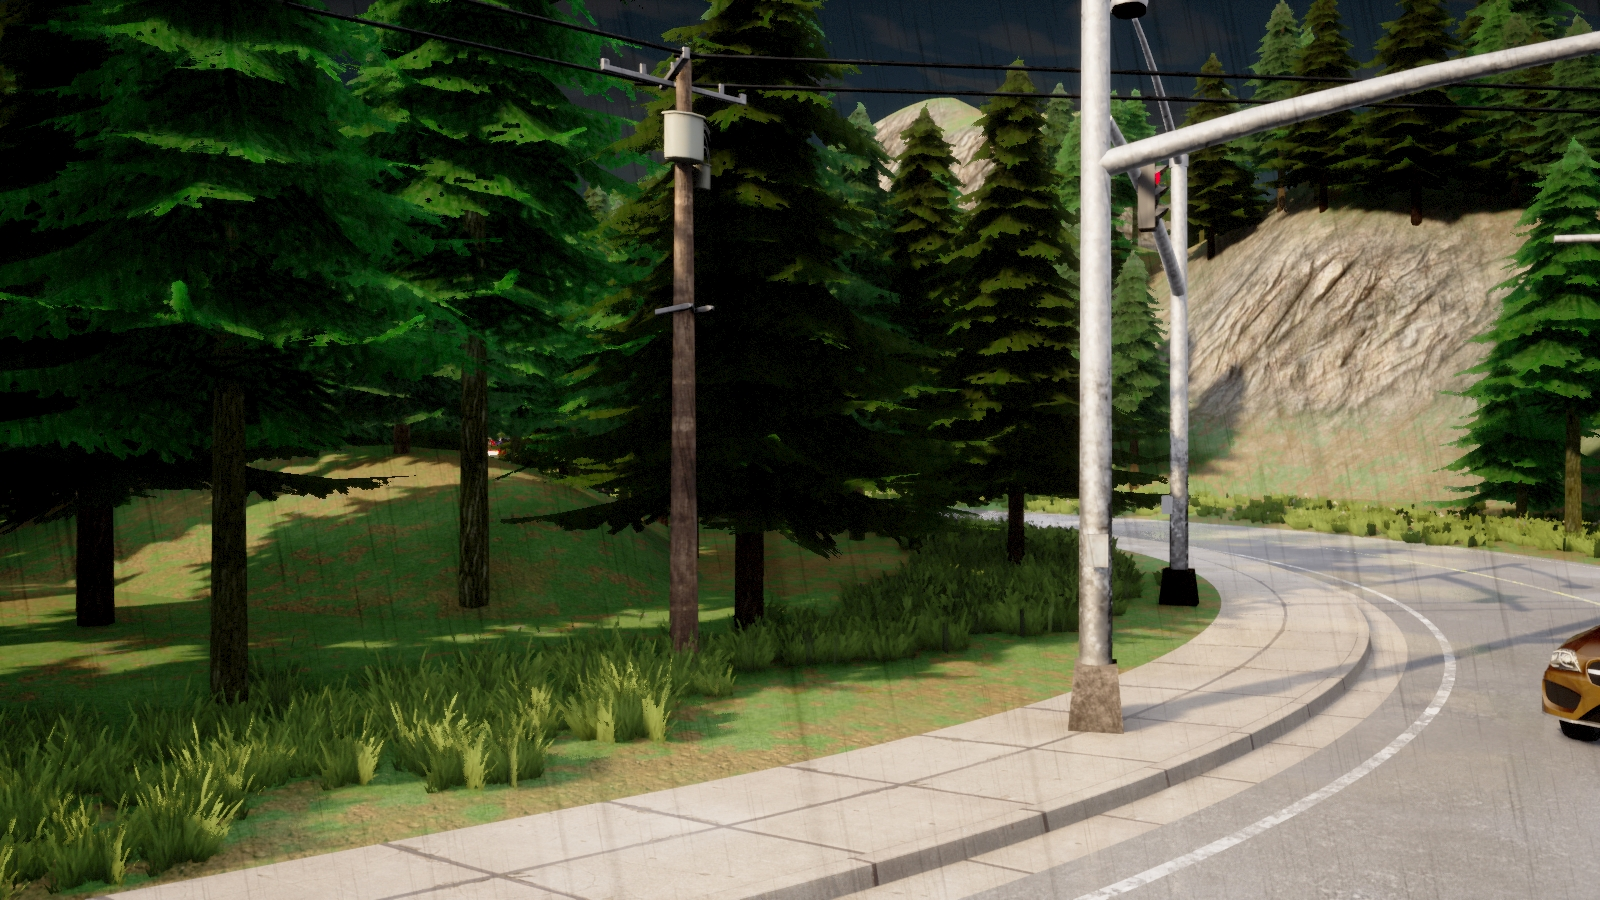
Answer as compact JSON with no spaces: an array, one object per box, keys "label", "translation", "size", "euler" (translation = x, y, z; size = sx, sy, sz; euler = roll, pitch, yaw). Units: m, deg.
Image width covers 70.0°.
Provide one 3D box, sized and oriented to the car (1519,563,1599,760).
[{"label":"car","translation":[9.577,1.970,11.147],"size":[5.027,1.651,2.152],"euler":[0,0,-29]}]
